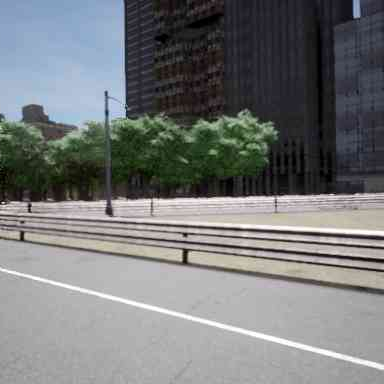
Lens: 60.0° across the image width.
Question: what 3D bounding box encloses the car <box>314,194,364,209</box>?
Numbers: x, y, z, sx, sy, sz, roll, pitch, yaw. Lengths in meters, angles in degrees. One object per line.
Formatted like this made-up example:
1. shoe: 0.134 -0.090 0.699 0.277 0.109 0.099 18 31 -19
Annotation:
1. car: 14.768 0.947 33.427 4.892 1.490 1.837 -2 -1 -6
